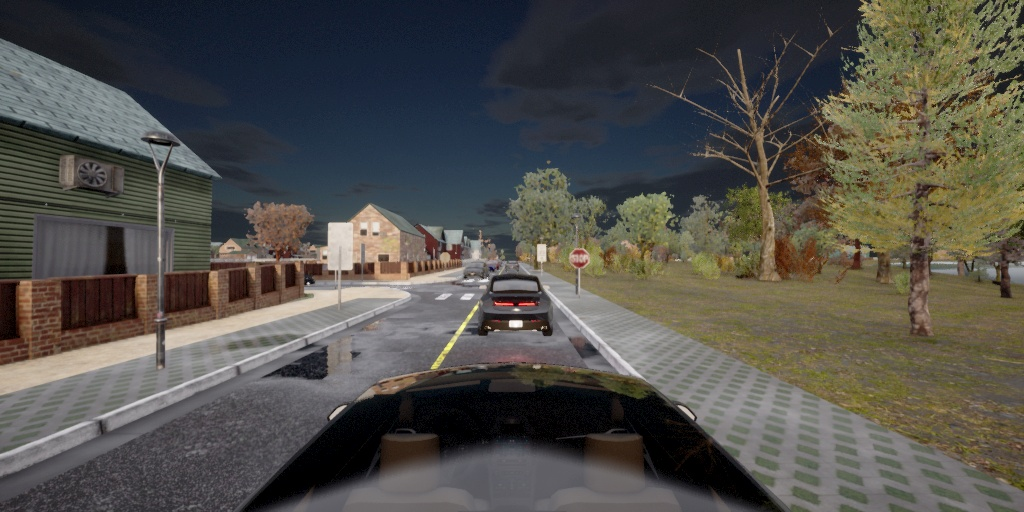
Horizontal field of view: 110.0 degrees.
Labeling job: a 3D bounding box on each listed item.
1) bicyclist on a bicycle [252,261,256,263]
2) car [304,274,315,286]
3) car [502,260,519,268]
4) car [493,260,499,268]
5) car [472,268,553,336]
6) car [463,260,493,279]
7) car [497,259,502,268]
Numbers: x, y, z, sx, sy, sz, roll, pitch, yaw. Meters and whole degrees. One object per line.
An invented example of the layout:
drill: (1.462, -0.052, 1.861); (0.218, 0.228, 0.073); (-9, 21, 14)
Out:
bicyclist on a bicycle: (-20.275, 1.237, 28.335); (0.582, 1.620, 1.656); (0, -1, 2)
car: (-15.274, 1.317, 22.320); (5.357, 1.411, 2.033); (0, -2, 2)
car: (0.033, 1.335, 50.867); (2.128, 1.511, 4.902); (0, 0, 0)
car: (-2.905, 1.424, 44.304); (1.895, 1.301, 4.718); (0, 0, 0)
car: (0.079, 1.261, 10.378); (1.837, 1.490, 4.892); (0, 0, 0)
car: (-3.171, 1.298, 32.645); (1.837, 1.490, 4.892); (0, 0, 5)
car: (-2.894, 1.338, 55.601); (1.882, 1.535, 5.008); (0, 0, 0)
